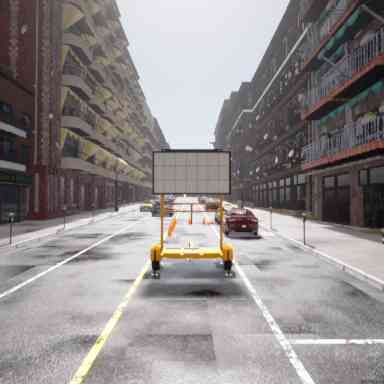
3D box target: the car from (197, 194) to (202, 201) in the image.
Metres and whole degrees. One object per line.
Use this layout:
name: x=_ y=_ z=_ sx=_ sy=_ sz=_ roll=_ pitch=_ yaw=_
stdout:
car: x=2.570 y=1.707 z=68.471 sx=1.887 sy=1.381 sz=4.507 roll=1 pitch=0 yaw=0

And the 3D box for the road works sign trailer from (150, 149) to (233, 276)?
road works sign trailer: x=-0.012 y=0.473 z=10.367 sx=2.380 sy=3.560 sz=2.880 roll=0 pitch=0 yaw=0

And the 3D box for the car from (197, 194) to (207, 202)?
car: x=2.537 y=1.552 z=85.066 sx=2.192 sy=1.841 sz=5.009 roll=1 pitch=0 yaw=0

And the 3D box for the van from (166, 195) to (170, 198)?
van: x=-5.302 y=1.460 z=57.470 sx=1.690 sy=1.788 sz=3.998 roll=2 pitch=0 yaw=0

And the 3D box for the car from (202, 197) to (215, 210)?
car: x=2.576 y=1.614 z=40.818 sx=1.887 sy=1.381 sz=4.507 roll=1 pitch=0 yaw=0

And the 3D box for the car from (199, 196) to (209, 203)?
car: x=2.579 y=1.627 z=74.004 sx=1.967 sy=1.590 sz=4.097 roll=1 pitch=0 yaw=0

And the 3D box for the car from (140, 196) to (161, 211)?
car: x=-5.304 y=1.595 z=40.710 sx=1.752 sy=1.417 sz=4.829 roll=2 pitch=0 yaw=0

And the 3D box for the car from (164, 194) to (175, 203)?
car: x=-5.307 y=1.527 z=79.593 sx=2.192 sy=1.841 sz=5.009 roll=1 pitch=0 yaw=0

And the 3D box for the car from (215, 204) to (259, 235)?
car: x=2.581 y=1.565 z=18.696 sx=1.887 sy=1.381 sz=4.507 roll=1 pitch=0 yaw=0

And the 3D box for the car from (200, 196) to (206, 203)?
car: x=2.574 y=1.635 z=46.350 sx=2.008 sy=1.369 sz=4.403 roll=1 pitch=0 yaw=0

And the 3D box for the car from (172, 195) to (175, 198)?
car: x=-5.306 y=1.502 z=74.063 sx=2.192 sy=1.841 sz=5.009 roll=1 pitch=0 yaw=0

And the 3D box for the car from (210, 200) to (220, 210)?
car: x=2.580 y=1.555 z=24.398 sx=1.752 sy=1.417 sz=4.829 roll=1 pitch=0 yaw=0

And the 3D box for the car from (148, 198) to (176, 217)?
car: x=-2.756 y=1.572 z=31.865 sx=1.812 sy=1.442 sz=4.674 roll=0 pitch=0 yaw=0

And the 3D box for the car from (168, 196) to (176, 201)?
car: x=-5.316 y=1.832 z=90.654 sx=1.947 sy=1.339 sz=4.313 roll=1 pitch=0 yaw=0

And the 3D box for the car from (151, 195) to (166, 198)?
car: x=-5.299 y=1.400 z=46.412 sx=2.192 sy=1.841 sz=5.009 roll=2 pitch=0 yaw=0

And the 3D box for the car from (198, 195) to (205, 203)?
car: x=2.571 y=1.685 z=62.942 sx=1.887 sy=1.381 sz=4.507 roll=1 pitch=0 yaw=0

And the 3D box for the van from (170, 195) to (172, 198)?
van: x=-5.305 y=1.482 z=63.002 sx=1.690 sy=1.788 sz=3.998 roll=1 pitch=0 yaw=0
